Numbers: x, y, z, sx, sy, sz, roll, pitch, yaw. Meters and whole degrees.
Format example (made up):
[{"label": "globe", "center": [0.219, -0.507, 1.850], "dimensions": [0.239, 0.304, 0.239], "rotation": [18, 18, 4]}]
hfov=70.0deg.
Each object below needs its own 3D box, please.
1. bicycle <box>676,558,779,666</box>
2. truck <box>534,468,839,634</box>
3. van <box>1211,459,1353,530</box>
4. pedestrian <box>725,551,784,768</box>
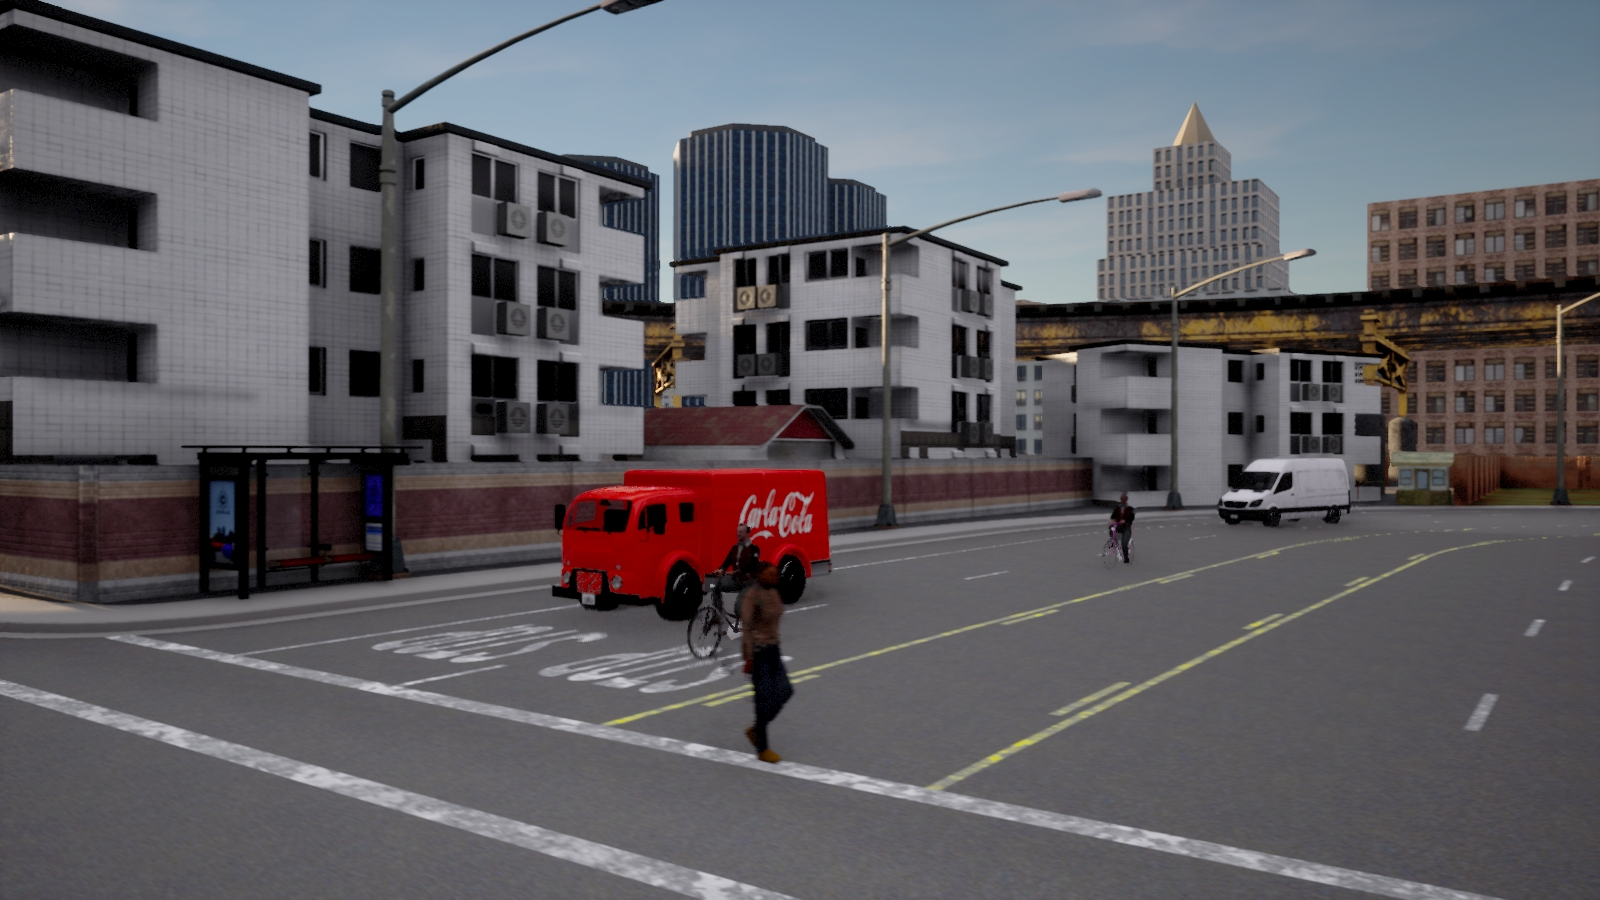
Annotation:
[{"label": "bicycle", "center": [-0.969, 2.191, 15.699], "dimensions": [0.329, 1.251, 1.835], "rotation": [0, 0, 36]}, {"label": "truck", "center": [-1.858, 1.592, 20.433], "dimensions": [2.627, 2.467, 5.204], "rotation": [0, 0, 36]}, {"label": "van", "center": [18.632, 1.633, 44.058], "dimensions": [5.915, 2.561, 1.988], "rotation": [0, 0, -32]}, {"label": "pedestrian", "center": [-0.410, 1.862, 10.286], "dimensions": [0.375, 1.860, 0.375], "rotation": [0, 0, 35]}]
